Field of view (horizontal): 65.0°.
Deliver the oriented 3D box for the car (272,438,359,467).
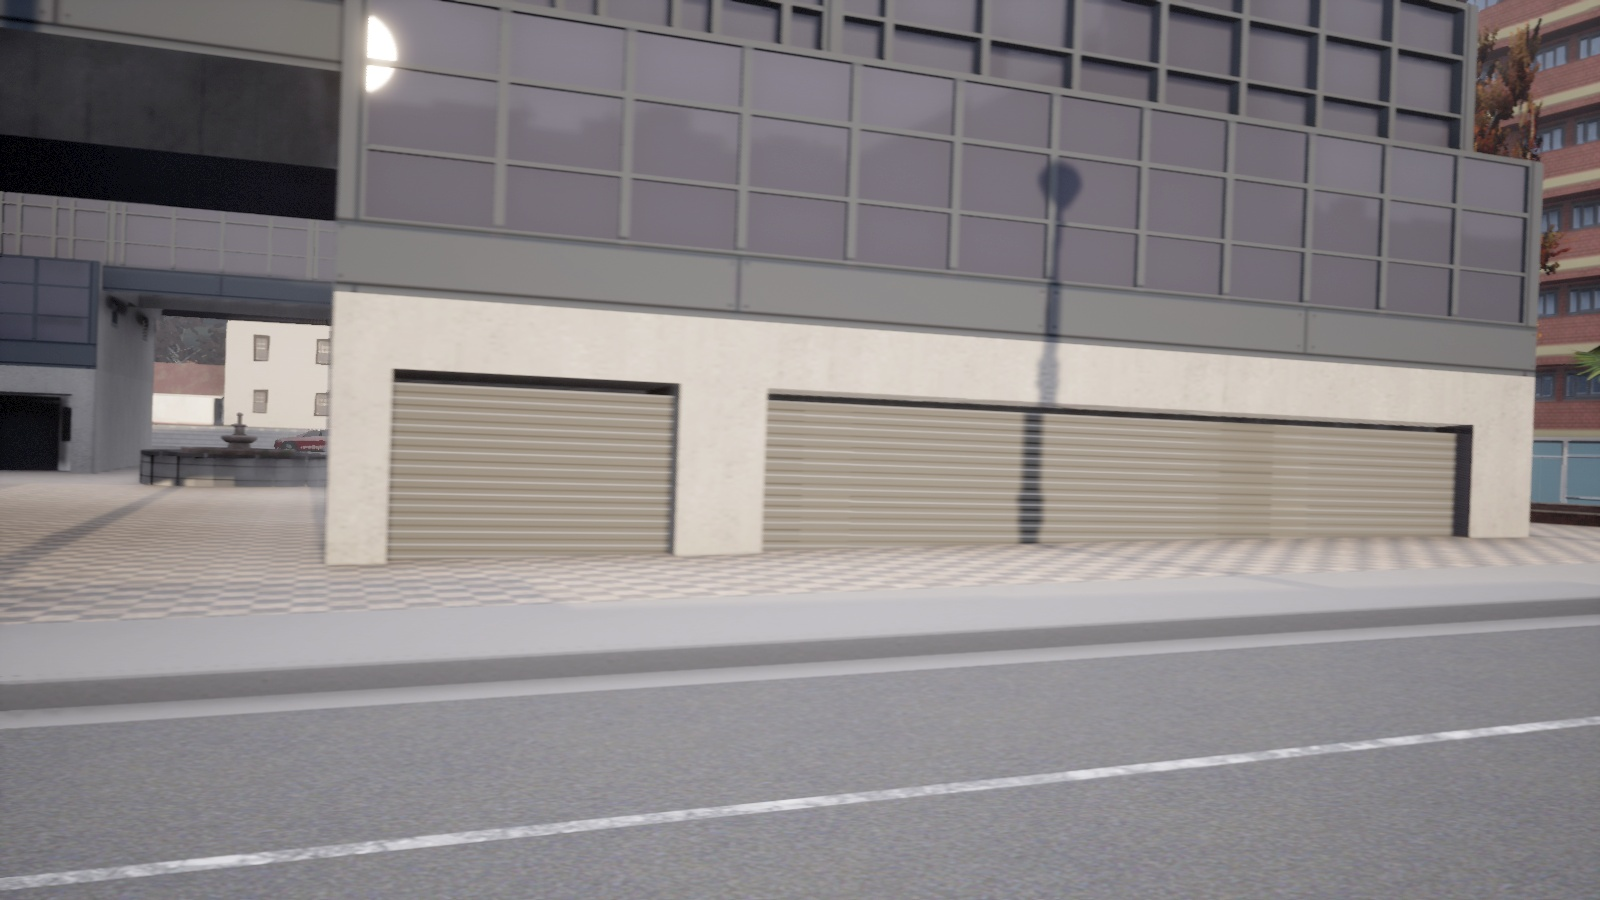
[{"bbox_3d":[-29.563,0.148,76.768,4.856,1.649,2.033,1,0,-20],"label":"car"}]
